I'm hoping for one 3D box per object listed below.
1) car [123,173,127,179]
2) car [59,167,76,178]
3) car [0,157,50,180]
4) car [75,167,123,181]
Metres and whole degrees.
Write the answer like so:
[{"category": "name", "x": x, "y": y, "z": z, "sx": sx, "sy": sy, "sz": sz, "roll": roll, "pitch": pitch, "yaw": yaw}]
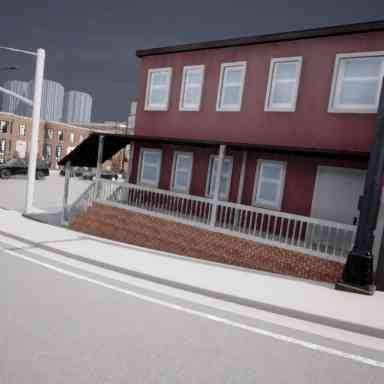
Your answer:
[{"category": "car", "x": -8.425, "y": -2.528, "z": 50.070, "sx": 1.812, "sy": 1.442, "sz": 4.674, "roll": 10, "pitch": 6, "yaw": 35}, {"category": "car", "x": -14.413, "y": -2.498, "z": 41.794, "sx": 1.994, "sy": 1.385, "sz": 4.181, "roll": 11, "pitch": 6, "yaw": 36}, {"category": "car", "x": -16.783, "y": -2.323, "z": 32.496, "sx": 2.150, "sy": 2.045, "sz": 5.566, "roll": 10, "pitch": 6, "yaw": 36}, {"category": "car", "x": -11.172, "y": -2.039, "z": 40.360, "sx": 1.837, "sy": 1.490, "sz": 4.892, "roll": 10, "pitch": 6, "yaw": 35}]
